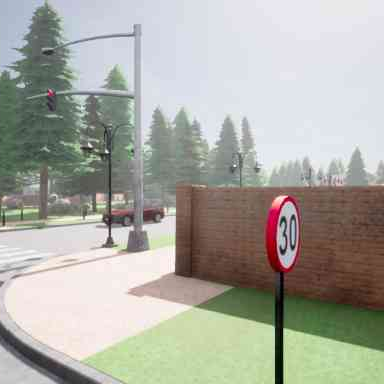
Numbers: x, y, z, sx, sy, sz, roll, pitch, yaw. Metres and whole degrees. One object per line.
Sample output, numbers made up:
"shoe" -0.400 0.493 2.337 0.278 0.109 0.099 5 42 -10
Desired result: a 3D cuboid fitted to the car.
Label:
"car" -3.991 1.464 23.142 1.882 1.535 5.008 0 0 35
